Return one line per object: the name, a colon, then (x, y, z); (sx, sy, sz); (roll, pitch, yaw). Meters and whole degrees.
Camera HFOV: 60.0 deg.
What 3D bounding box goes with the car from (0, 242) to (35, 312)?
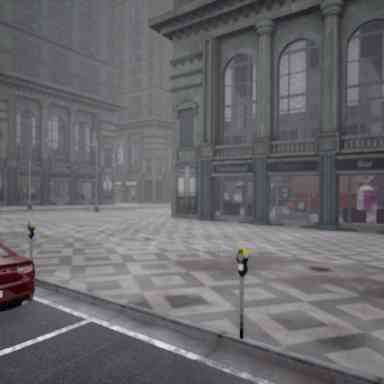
car: (-4.837, 1.429, 6.416); (4.507, 1.381, 1.887); (1, 0, 35)
